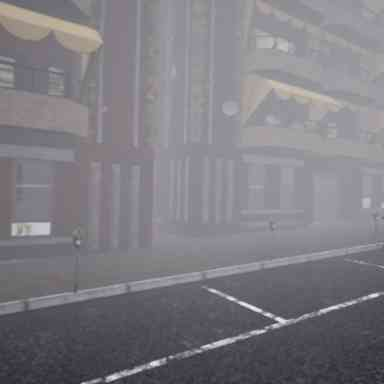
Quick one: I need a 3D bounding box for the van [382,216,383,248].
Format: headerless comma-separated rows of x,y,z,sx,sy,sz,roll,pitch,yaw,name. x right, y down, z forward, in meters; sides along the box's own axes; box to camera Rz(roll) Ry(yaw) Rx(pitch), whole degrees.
8.031,1.264,11.094,3.998,1.788,1.690,0,2,-33,van
